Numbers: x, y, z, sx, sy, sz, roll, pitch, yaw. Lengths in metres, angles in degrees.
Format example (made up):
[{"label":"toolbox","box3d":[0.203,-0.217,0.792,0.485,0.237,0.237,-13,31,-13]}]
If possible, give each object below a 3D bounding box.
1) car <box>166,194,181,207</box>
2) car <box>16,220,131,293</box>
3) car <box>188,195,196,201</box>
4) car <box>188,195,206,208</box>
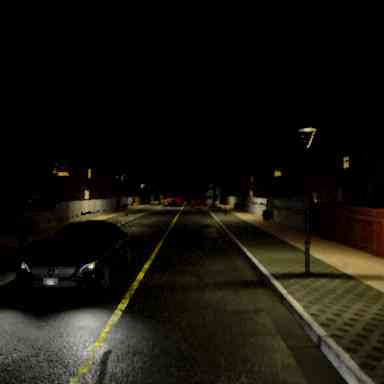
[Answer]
[{"label":"car","box3d":[-2.834,1.273,52.029,2.150,2.045,5.566,0,0,0]},{"label":"car","box3d":[-2.840,1.533,8.995,1.812,1.442,4.674,0,0,0]},{"label":"car","box3d":[-0.025,1.465,78.927,1.812,1.442,4.674,0,0,0]},{"label":"car","box3d":[0.907,1.343,47.521,2.097,1.767,4.553,-3,-1,0]}]
